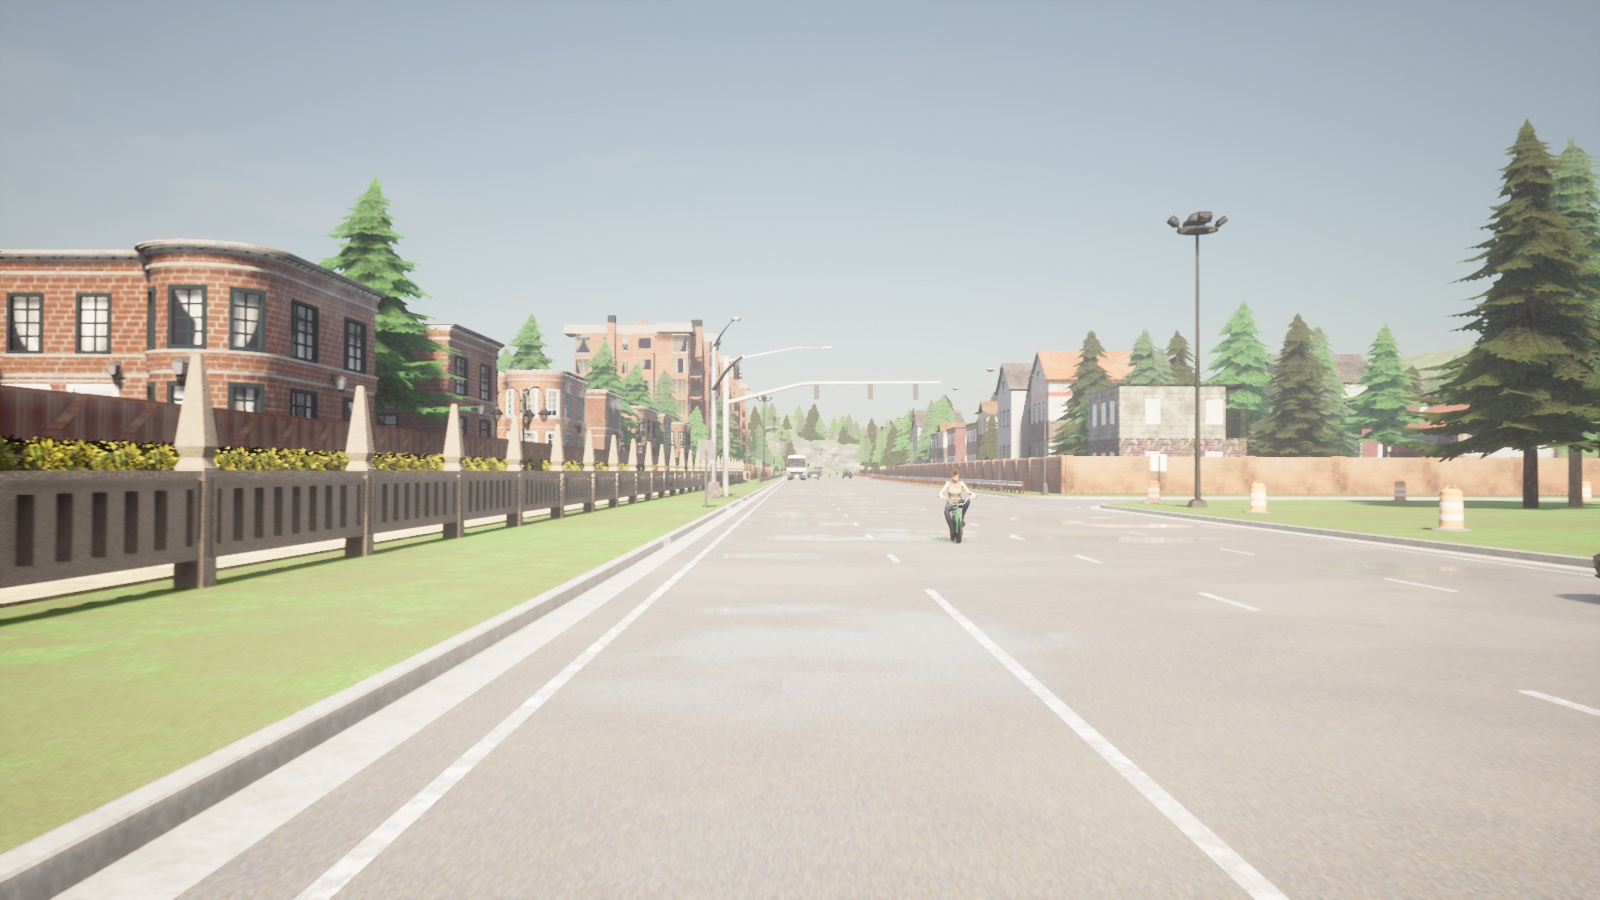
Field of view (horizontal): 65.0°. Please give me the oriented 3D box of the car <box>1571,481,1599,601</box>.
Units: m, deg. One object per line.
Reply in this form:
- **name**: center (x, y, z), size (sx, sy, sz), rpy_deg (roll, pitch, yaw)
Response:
- **car**: center (10.469, 1.033, 12.700), size (2.033, 1.411, 5.357), rpy_deg (0, -1, 0)

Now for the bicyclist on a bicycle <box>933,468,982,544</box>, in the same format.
- **bicyclist on a bicycle**: center (3.430, 1.198, 27.481), size (0.866, 1.612, 1.509), rpy_deg (0, -1, 0)
